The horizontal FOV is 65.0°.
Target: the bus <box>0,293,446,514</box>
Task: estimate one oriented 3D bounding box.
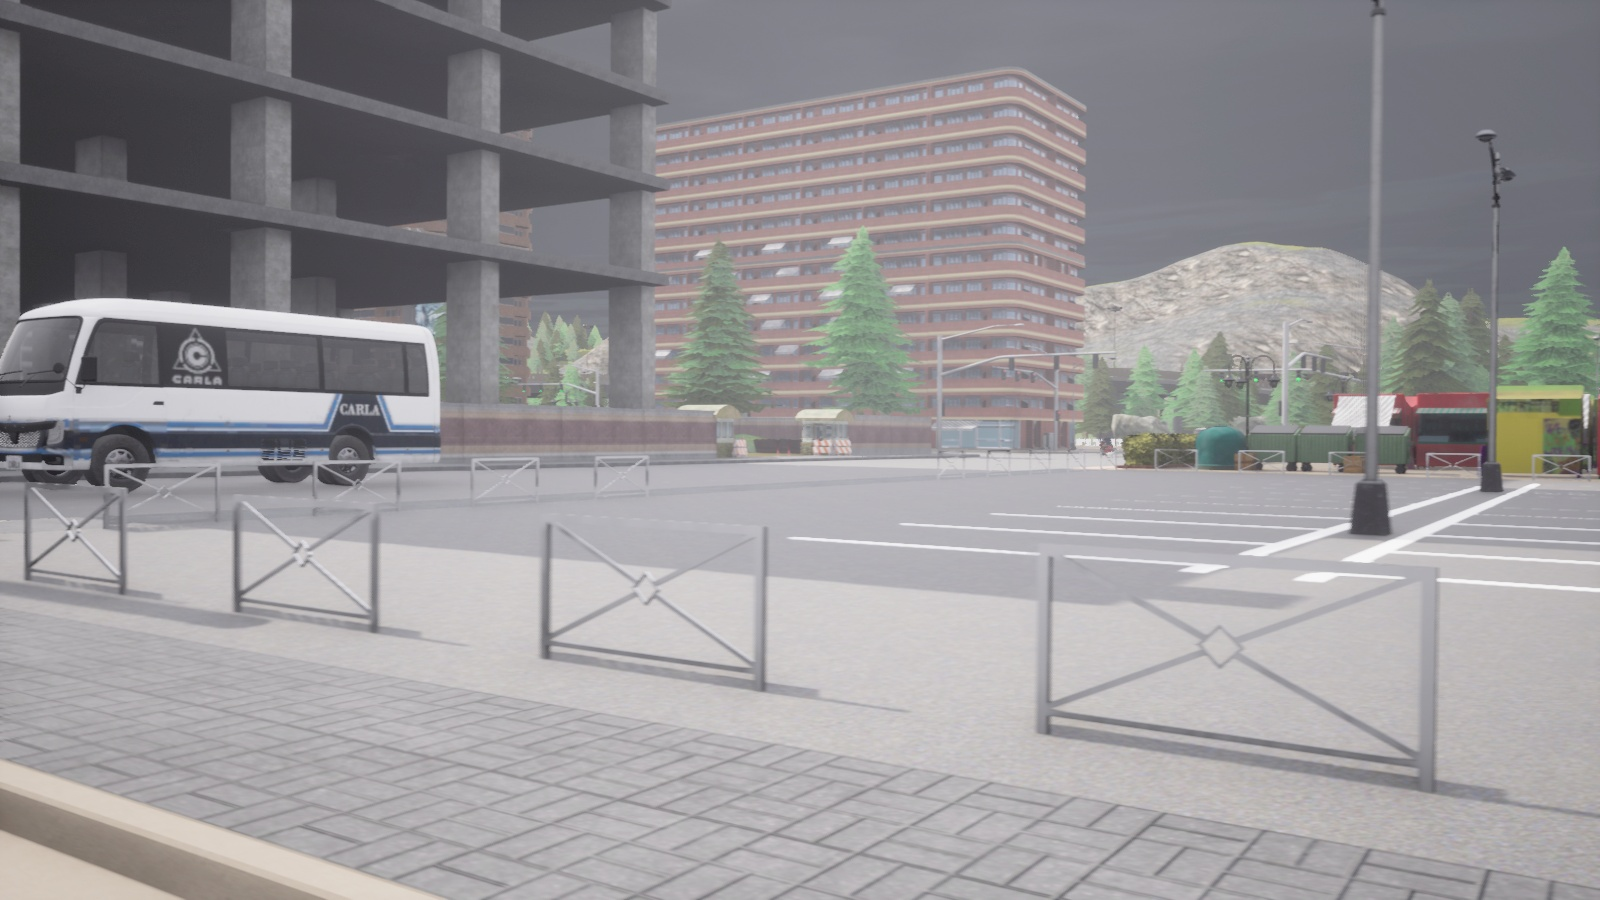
[{"bbox_3d":[-13.745,-0.980,29.578,3.944,4.253,10.273,0,1,33],"label":"bus"}]
